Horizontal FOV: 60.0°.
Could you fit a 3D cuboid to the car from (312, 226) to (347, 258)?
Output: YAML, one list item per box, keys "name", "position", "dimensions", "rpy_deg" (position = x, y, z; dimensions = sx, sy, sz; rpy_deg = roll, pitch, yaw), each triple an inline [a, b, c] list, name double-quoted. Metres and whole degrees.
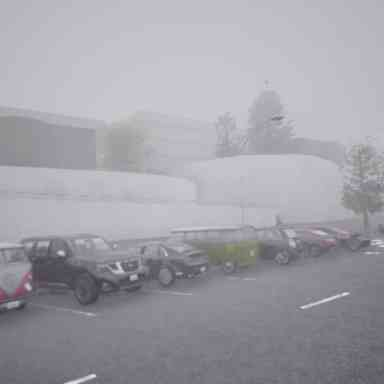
- name: "car"
  position: [5.684, 2.784, 18.432]
  dimensions: [4.674, 1.452, 2.002]
  rpy_deg: [-7, -6, 34]

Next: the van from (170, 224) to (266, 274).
- name: "van"
  position: [0.713, 2.533, 15.056]
  dimensions: [4.442, 1.987, 1.878]
  rpy_deg: [-7, -6, 34]

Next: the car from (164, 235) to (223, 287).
- name: "car"
  position: [-1.599, 2.746, 13.235]
  dimensions: [4.892, 1.521, 2.231]
  rpy_deg: [-7, -6, 34]

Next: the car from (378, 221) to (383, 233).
- name: "car"
  position: [17.923, 2.770, 27.147]
  dimensions: [4.792, 1.488, 2.163]
  rpy_deg: [-7, -7, 34]

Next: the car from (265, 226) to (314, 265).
- name: "car"
  position: [3.269, 2.617, 16.699]
  dimensions: [4.553, 1.767, 2.185]
  rpy_deg: [-7, -6, 34]

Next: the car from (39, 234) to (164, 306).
- name: "car"
  position: [-4.020, 2.493, 11.517]
  dimensions: [5.566, 2.045, 2.435]
  rpy_deg: [-7, -7, 34]

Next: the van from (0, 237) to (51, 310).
- name: "van"
  position: [-6.373, 2.510, 9.731]
  dimensions: [4.442, 1.987, 1.878]
  rpy_deg: [-7, -7, 34]

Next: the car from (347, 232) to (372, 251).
- name: "car"
  position: [8.152, 2.771, 20.170]
  dimensions: [4.792, 1.488, 2.163]
  rpy_deg: [-7, -7, 34]
